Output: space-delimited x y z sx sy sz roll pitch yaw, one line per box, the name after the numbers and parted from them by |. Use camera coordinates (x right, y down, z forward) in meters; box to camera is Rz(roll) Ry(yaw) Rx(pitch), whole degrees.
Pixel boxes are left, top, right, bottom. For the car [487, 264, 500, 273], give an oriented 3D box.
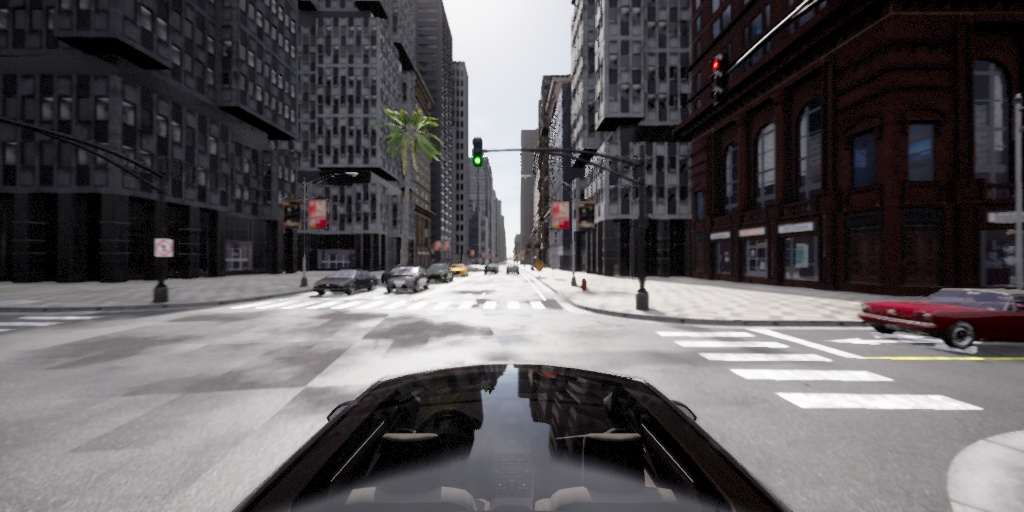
-3.216 2.187 63.670 2.033 1.411 5.357 0 -1 0 | car

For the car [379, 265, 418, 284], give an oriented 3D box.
-9.854 1.569 31.583 1.882 1.535 5.008 0 -1 0 | car

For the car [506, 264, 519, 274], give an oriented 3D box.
0.098 1.932 53.170 2.128 1.511 4.902 0 -1 0 | car

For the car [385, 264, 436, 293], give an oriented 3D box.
-6.616 1.471 23.164 2.128 1.511 4.902 0 -1 -2 | car

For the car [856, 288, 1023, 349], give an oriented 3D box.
11.723 1.484 8.999 4.718 1.301 1.895 0 0 0 | car

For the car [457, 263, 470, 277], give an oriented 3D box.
-6.593 1.762 44.221 1.882 1.535 5.008 0 -1 0 | car

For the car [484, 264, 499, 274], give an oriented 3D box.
-3.156 1.950 53.409 1.837 1.490 4.892 0 -1 0 | car

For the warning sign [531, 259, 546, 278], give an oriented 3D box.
2.845 1.284 37.105 1.300 1.860 1.060 0 0 0 | warning sign

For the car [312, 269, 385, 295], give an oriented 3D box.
-9.854 1.510 21.771 2.033 1.411 5.357 0 -1 0 | car

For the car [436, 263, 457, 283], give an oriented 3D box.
-6.602 1.452 32.261 2.097 1.767 4.553 0 -1 0 | car
